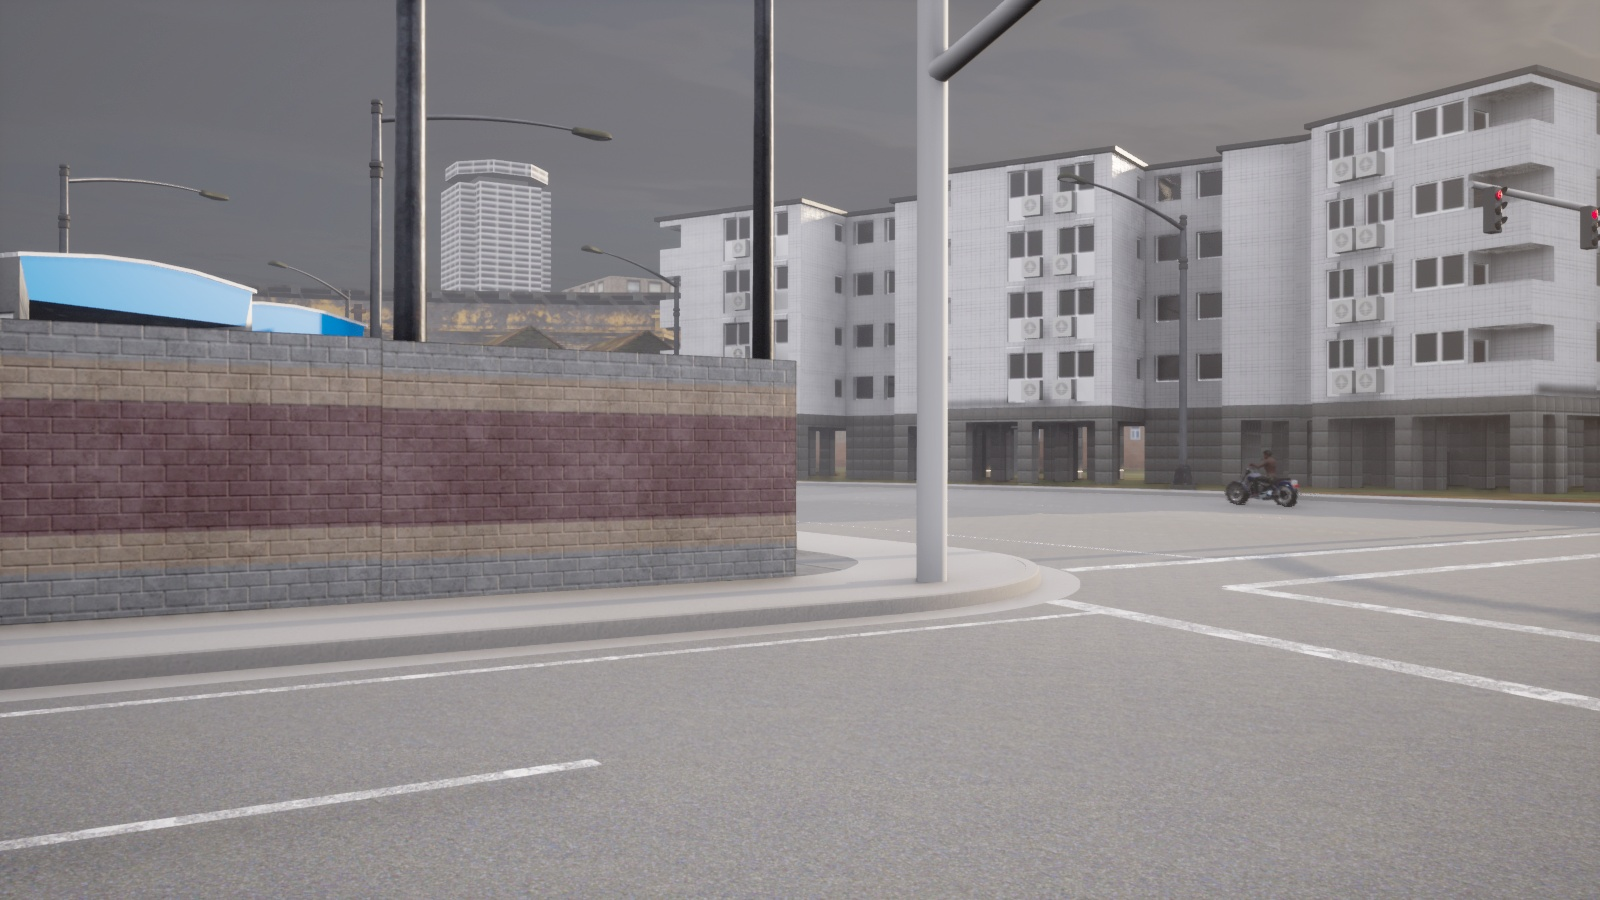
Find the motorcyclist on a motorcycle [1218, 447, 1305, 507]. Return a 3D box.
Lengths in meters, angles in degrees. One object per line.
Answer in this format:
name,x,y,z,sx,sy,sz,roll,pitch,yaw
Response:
motorcyclist on a motorcycle,13.134,0.755,35.820,0.766,1.649,2.350,0,0,-32
